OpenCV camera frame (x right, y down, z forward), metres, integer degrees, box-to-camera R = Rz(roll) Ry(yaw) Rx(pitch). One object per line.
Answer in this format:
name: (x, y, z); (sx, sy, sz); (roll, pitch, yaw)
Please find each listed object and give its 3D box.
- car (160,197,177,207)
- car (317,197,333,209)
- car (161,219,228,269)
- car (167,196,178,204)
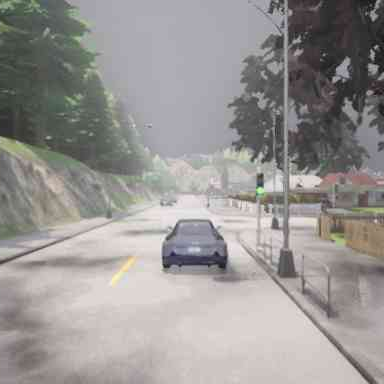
car: (-4.069, 1.583, 53.103); (2.128, 1.511, 4.902); (0, 0, 0)
car: (15.785, 1.369, 41.074); (1.994, 1.381, 4.181); (0, 0, 0)
car: (0.081, 1.583, 11.246); (1.994, 1.385, 4.181); (0, 0, 0)
car: (-4.001, 1.657, 68.689); (2.033, 1.411, 5.357); (0, 0, 0)
